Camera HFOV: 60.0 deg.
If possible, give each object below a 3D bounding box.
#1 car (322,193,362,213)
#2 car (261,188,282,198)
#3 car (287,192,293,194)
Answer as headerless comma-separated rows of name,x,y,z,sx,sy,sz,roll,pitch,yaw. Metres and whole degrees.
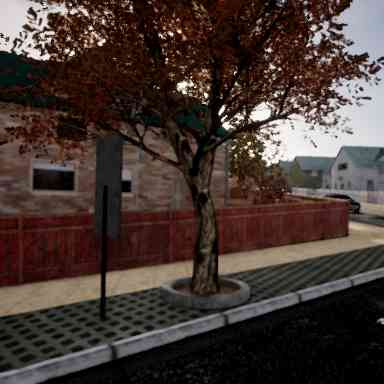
car,12.583,0.917,28.548,1.837,1.490,4.892,1,2,-3
car,11.364,0.276,49.555,1.812,1.442,4.674,1,1,-3
car,14.098,0.361,51.698,1.895,1.301,4.718,1,2,-3
